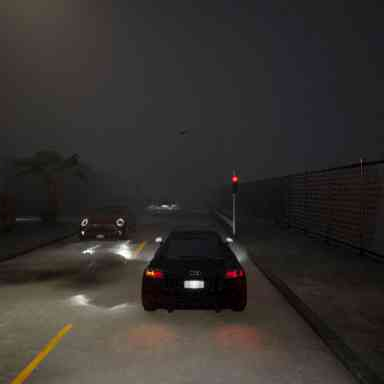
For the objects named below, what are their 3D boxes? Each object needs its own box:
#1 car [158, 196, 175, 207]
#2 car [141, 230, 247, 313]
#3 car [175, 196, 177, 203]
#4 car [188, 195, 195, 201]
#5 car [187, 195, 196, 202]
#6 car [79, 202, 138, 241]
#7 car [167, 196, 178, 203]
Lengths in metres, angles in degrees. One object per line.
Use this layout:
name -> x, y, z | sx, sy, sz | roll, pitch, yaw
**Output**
car -> -4.189, 1.477, 51.780 | 1.882, 1.535, 5.008 | 0, 0, 0
car -> 0.049, 1.564, 7.746 | 1.994, 1.385, 4.181 | 0, 0, 0
car -> -4.179, 1.491, 61.045 | 2.128, 1.511, 4.902 | 0, 0, 0
car -> -0.162, 1.524, 85.717 | 1.812, 1.442, 4.674 | 0, 0, 0
car -> -0.141, 1.524, 75.476 | 1.812, 1.442, 4.674 | 0, 0, 0
car -> -4.035, 1.352, 16.719 | 2.097, 1.767, 4.553 | 0, 0, -1
car -> -4.134, 1.540, 71.354 | 2.033, 1.411, 5.357 | 0, 0, 0
